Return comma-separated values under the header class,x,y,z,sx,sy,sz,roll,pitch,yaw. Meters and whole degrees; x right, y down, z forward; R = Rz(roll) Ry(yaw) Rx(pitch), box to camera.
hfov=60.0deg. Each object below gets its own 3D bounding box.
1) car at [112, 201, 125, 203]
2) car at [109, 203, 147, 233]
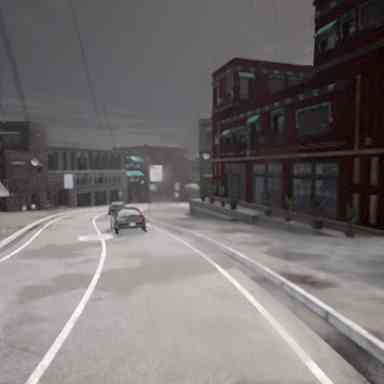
class,x,y,z,sx,sy,sz,roll,pitch,yaw
car,-8.473,1.822,38.381,1.837,1.490,4.892,-1,0,-9
car,-3.996,1.657,20.642,1.812,1.442,4.674,-2,0,-17
